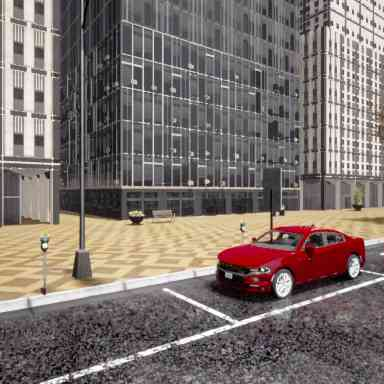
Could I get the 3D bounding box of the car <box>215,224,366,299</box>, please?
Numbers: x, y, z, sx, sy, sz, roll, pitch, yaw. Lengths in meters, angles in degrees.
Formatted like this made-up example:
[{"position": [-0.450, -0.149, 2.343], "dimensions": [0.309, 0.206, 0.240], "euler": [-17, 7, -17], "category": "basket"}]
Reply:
[{"position": [2.611, 1.545, 8.426], "dimensions": [4.507, 1.381, 1.887], "euler": [0, 0, -36], "category": "car"}]
